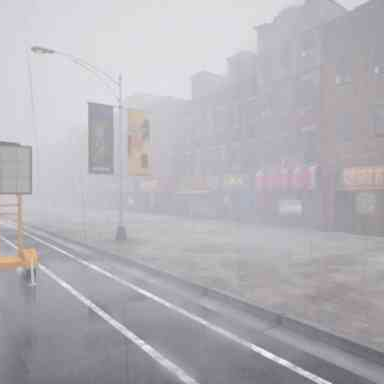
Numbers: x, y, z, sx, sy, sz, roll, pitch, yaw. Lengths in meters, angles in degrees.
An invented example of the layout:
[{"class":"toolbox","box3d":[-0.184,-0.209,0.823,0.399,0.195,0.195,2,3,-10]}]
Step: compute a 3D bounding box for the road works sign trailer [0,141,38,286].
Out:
[{"class":"road works sign trailer","box3d":[-5.450,0.468,8.525,2.380,3.560,2.880,0,0,-37]}]
